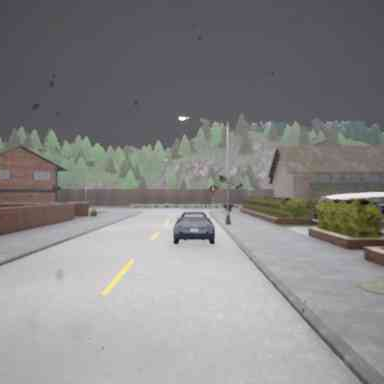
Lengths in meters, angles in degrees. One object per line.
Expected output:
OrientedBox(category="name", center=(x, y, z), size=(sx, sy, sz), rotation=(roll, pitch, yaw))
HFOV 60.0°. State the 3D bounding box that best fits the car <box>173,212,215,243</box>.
OrientedBox(category="car", center=(0.101, 1.697, 16.952), size=(1.994, 1.385, 4.181), rotation=(0, 0, 0))
